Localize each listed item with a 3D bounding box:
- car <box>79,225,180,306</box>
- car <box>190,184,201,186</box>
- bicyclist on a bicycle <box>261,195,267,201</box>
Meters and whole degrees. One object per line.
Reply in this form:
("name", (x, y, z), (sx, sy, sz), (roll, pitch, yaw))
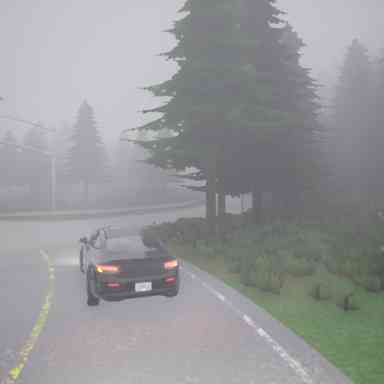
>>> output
("car", (-1.674, 1.526, 8.095), (1.812, 1.442, 4.674), (0, 0, -21))
("car", (0.647, -1.748, 69.712), (1.994, 1.385, 4.181), (0, 5, -5))
("bicyclist on a bicycle", (6.342, 0.893, 30.365), (1.656, 1.620, 0.582), (-13, -4, 35))
